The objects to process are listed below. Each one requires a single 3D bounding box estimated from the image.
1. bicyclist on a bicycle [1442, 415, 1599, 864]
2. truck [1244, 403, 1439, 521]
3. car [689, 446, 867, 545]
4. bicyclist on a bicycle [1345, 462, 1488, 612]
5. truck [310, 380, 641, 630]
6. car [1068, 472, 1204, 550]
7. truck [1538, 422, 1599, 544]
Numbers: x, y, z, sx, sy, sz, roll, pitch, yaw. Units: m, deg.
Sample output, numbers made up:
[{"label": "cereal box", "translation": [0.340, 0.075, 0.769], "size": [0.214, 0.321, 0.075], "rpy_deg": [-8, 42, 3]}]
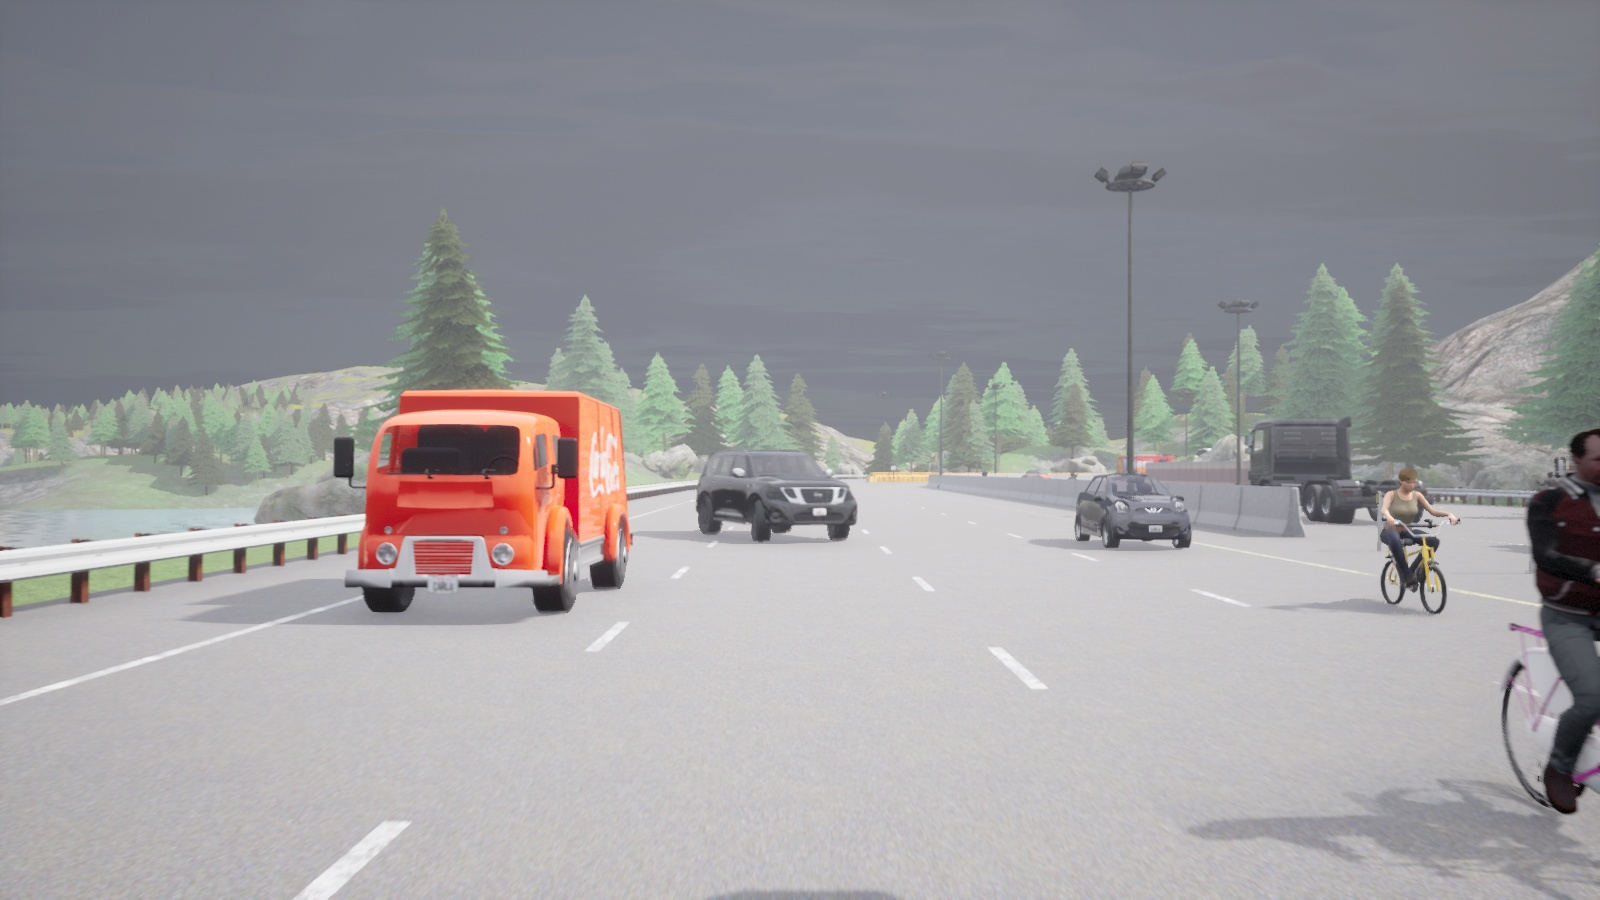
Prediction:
[{"label": "bicyclist on a bicycle", "translation": [3.487, 0.754, 5.228], "size": [0.659, 1.776, 1.843], "rpy_deg": [0, -1, 0]}, {"label": "truck", "translation": [17.395, 0.420, 41.071], "size": [2.891, 3.462, 7.936], "rpy_deg": [0, -1, 0]}, {"label": "car", "translation": [-0.651, 0.999, 28.889], "size": [2.150, 2.045, 5.566], "rpy_deg": [1, -1, -23]}, {"label": "bicyclist on a bicycle", "translation": [6.969, 0.951, 14.275], "size": [0.866, 1.612, 1.509], "rpy_deg": [0, -1, 0]}, {"label": "truck", "translation": [-3.540, 0.580, 15.044], "size": [2.627, 2.467, 5.204], "rpy_deg": [0, -1, 0]}, {"label": "car", "translation": [6.936, 1.221, 26.290], "size": [1.845, 1.501, 3.633], "rpy_deg": [0, -1, 0]}, {"label": "truck", "translation": [17.438, 0.654, 24.794], "size": [2.627, 2.467, 5.204], "rpy_deg": [0, -1, 0]}]
